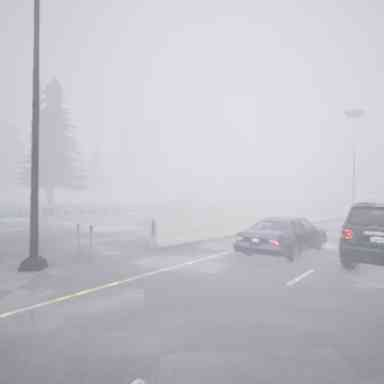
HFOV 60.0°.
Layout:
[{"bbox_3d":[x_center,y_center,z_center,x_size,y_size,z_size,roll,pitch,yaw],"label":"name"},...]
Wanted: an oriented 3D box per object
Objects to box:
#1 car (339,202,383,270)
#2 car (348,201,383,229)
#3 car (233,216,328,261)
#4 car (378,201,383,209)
[{"bbox_3d":[6.432,1.341,10.746,2.150,2.045,5.566,0,0,38],"label":"car"},{"bbox_3d":[13.445,1.608,24.763,2.097,1.767,4.553,0,-1,42],"label":"car"},{"bbox_3d":[3.596,1.649,12.803,2.033,1.411,5.357,0,0,38],"label":"car"},{"bbox_3d":[34.944,2.236,58.898,4.718,1.301,1.895,1,0,-37],"label":"car"}]
